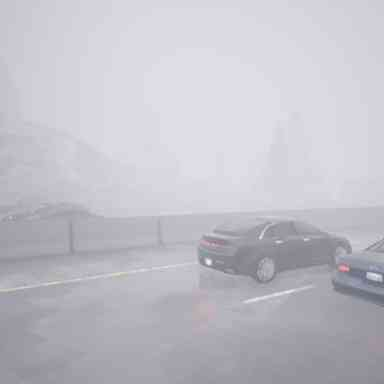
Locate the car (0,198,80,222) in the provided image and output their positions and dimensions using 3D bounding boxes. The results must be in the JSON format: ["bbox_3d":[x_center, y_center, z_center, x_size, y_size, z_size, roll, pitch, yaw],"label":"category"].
[{"bbox_3d":[-8.300,1.339,19.307,4.902,1.511,2.128,0,0,-33],"label":"car"}]

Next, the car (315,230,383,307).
[{"bbox_3d":[5.291,1.504,7.033,5.357,1.411,2.033,0,0,-31],"label":"car"}]

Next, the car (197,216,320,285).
[{"bbox_3d":[2.461,1.440,9.336,4.892,1.490,1.837,0,0,-32],"label":"car"}]

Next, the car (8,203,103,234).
[{"bbox_3d":[-6.466,1.436,16.319,4.181,1.385,1.994,0,0,-33],"label":"car"}]
